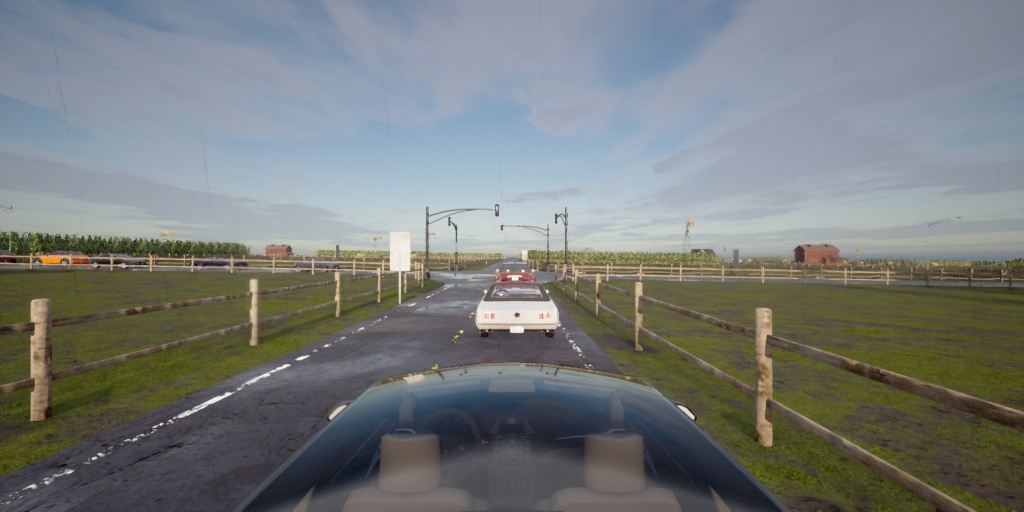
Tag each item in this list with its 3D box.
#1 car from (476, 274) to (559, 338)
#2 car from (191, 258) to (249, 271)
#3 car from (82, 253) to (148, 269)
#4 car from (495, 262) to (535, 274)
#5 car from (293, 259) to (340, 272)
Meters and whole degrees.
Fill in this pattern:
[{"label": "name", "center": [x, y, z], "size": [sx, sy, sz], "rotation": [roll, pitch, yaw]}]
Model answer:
[{"label": "car", "center": [0.123, 1.351, 10.184], "size": [1.895, 1.301, 4.718], "rotation": [0, 0, 0]}, {"label": "car", "center": [-29.817, 0.820, 36.804], "size": [4.718, 1.301, 1.895], "rotation": [1, 0, 0]}, {"label": "car", "center": [-40.382, 0.534, 36.850], "size": [4.892, 1.490, 1.837], "rotation": [1, 0, 0]}, {"label": "car", "center": [0.178, 1.103, 19.173], "size": [2.097, 1.767, 4.553], "rotation": [0, 0, 1]}, {"label": "car", "center": [-19.968, 0.962, 36.778], "size": [4.181, 1.385, 1.994], "rotation": [1, 0, 0]}]
